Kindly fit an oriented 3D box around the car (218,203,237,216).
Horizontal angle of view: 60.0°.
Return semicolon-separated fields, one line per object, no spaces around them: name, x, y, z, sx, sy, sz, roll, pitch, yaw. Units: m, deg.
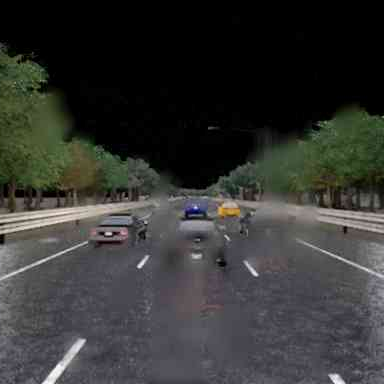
car;3.896;1.916;35.391;1.882;1.535;5.008;0;-1;1

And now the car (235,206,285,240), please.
car;3.746;1.731;18.403;1.837;1.490;4.892;0;-1;1

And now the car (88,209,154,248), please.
car;-3.279;1.739;15.708;2.033;1.411;5.357;0;-1;1

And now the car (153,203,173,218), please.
car;-3.106;1.925;35.211;2.128;1.511;4.902;0;-1;1

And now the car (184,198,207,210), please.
car;0.390;1.649;34.635;2.150;2.045;5.566;0;-1;1

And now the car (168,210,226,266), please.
car;0.174;1.656;12.104;1.837;1.490;4.892;0;0;1
